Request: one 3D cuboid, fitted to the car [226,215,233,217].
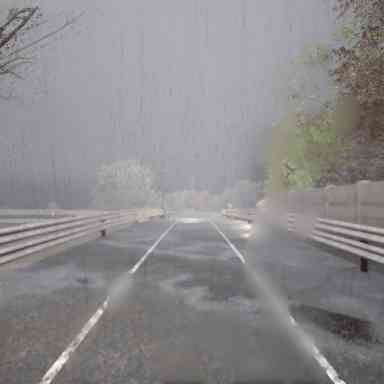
[{"bbox_3d":[11.004,6.239,93.870,1.812,1.442,4.674,-2,-4,24],"label":"car"}]

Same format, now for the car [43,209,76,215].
[{"bbox_3d":[-21.317,3.447,53.803,5.008,1.535,1.882,3,-5,-39],"label":"car"}]

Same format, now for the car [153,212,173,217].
[{"bbox_3d":[-5.933,4.495,68.353,2.128,1.511,4.902,-3,-5,41],"label":"car"}]
